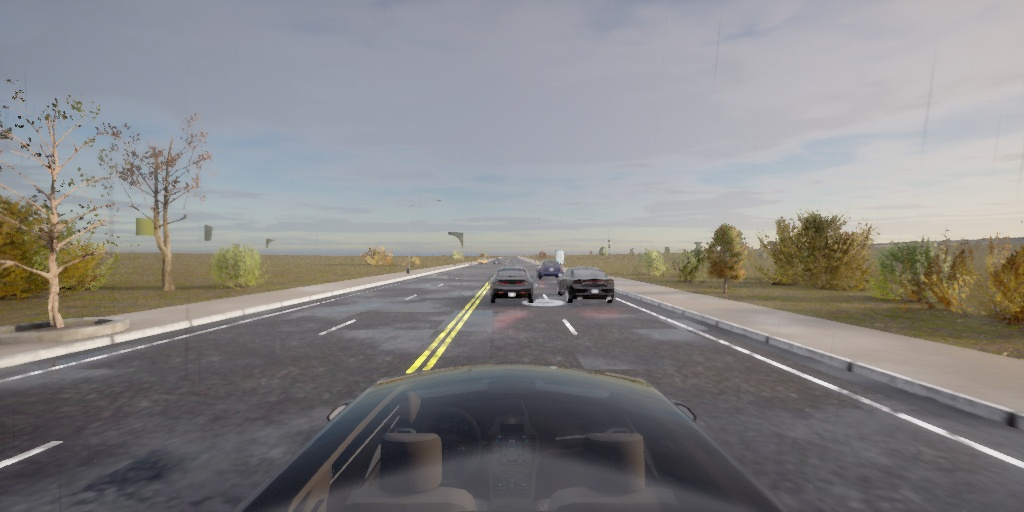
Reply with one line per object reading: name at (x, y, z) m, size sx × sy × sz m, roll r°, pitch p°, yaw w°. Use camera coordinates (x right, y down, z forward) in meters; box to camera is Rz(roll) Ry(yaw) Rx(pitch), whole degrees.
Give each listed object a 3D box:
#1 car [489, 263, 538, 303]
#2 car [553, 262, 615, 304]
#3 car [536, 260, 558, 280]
car at (0.000, 1.265, 16.500) m, size 1.837 × 1.490 × 4.892 m, roll 0°, pitch 0°, yaw 0°
car at (3.250, 1.233, 16.500) m, size 1.882 × 1.535 × 5.008 m, roll 0°, pitch 0°, yaw 0°
car at (3.250, 1.110, 31.470) m, size 2.097 × 1.767 × 4.553 m, roll 0°, pitch 0°, yaw 0°
